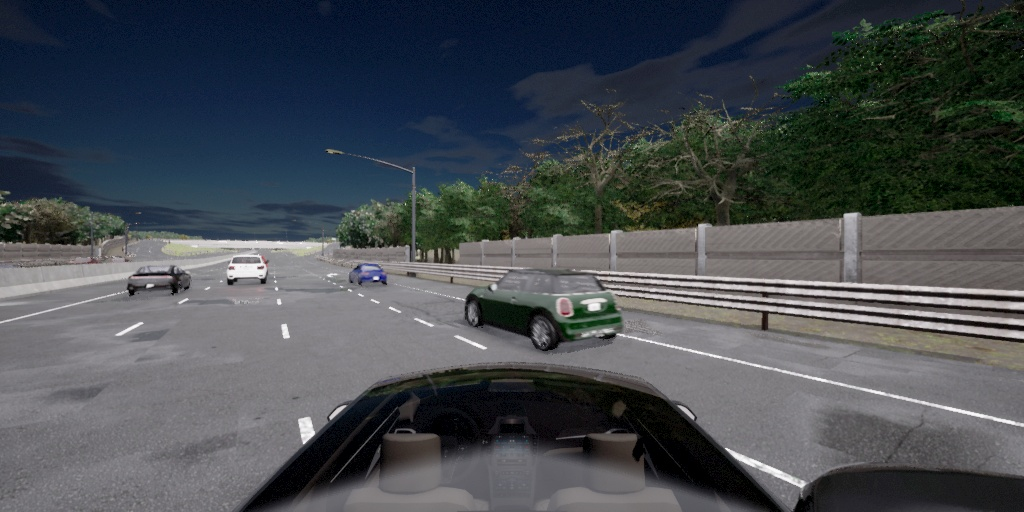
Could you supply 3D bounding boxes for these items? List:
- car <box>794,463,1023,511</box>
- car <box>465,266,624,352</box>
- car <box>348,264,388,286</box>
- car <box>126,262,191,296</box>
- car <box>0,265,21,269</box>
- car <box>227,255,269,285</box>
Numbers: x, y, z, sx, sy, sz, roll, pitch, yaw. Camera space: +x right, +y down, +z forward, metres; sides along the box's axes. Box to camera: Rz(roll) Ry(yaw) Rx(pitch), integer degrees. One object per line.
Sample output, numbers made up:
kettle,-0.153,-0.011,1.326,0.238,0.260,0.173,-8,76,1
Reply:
car,2.985,1.315,0.487,4.181,1.385,1.994,0,0,34
car,0.552,1.101,9.352,2.097,1.767,4.553,0,0,-34
car,-10.130,1.266,25.178,1.812,1.442,4.674,0,0,-34
car,-18.867,1.233,19.344,2.128,1.511,4.902,0,0,-34
car,-35.443,1.288,24.847,1.994,1.385,4.181,0,0,-34
car,-19.278,0.956,26.233,2.150,2.045,5.566,0,0,-34
